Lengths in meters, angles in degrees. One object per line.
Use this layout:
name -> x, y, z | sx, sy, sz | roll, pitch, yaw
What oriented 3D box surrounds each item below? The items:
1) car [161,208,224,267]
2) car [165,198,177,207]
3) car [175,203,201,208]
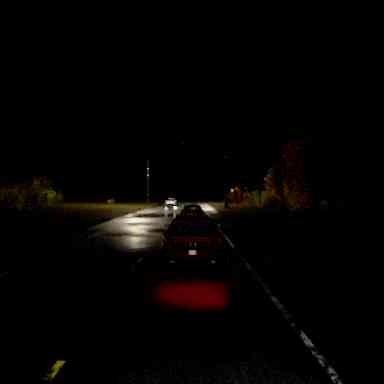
car -> 0.036, 1.536, 11.679 | 1.882, 1.535, 5.008 | 0, 0, 0
car -> -3.561, 1.828, 56.948 | 1.812, 1.442, 4.674 | 0, 0, 0
car -> 0.022, 1.676, 25.378 | 2.033, 1.411, 5.357 | 0, 0, 1
